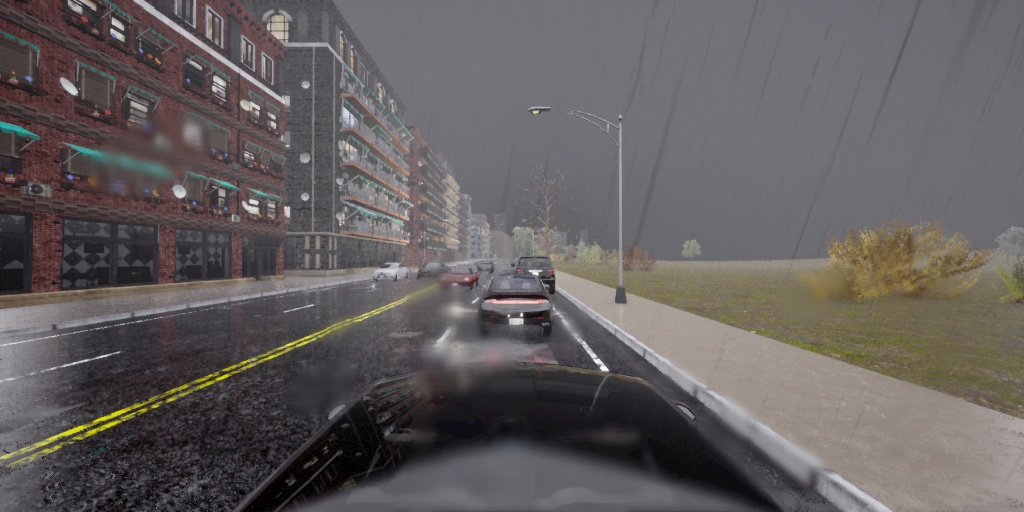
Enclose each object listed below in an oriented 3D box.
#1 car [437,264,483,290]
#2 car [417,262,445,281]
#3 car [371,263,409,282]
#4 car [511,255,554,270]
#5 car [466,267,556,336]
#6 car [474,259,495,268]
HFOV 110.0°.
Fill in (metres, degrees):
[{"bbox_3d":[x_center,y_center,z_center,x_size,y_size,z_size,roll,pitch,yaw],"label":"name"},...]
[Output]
[{"bbox_3d":[-3.132,1.353,22.465,1.895,1.301,4.718,0,0,0],"label":"car"},{"bbox_3d":[-6.580,1.230,30.233,1.882,1.535,5.008,0,0,0],"label":"car"},{"bbox_3d":[-9.817,1.278,29.370,1.812,1.442,4.674,0,0,0],"label":"car"},{"bbox_3d":[1.151,0.977,20.268,2.150,2.045,5.566,0,0,0],"label":"car"},{"bbox_3d":[0.107,1.243,10.399,2.128,1.511,4.902,0,0,0],"label":"car"},{"bbox_3d":[-3.120,1.241,43.457,2.128,1.511,4.902,0,0,0],"label":"car"}]
